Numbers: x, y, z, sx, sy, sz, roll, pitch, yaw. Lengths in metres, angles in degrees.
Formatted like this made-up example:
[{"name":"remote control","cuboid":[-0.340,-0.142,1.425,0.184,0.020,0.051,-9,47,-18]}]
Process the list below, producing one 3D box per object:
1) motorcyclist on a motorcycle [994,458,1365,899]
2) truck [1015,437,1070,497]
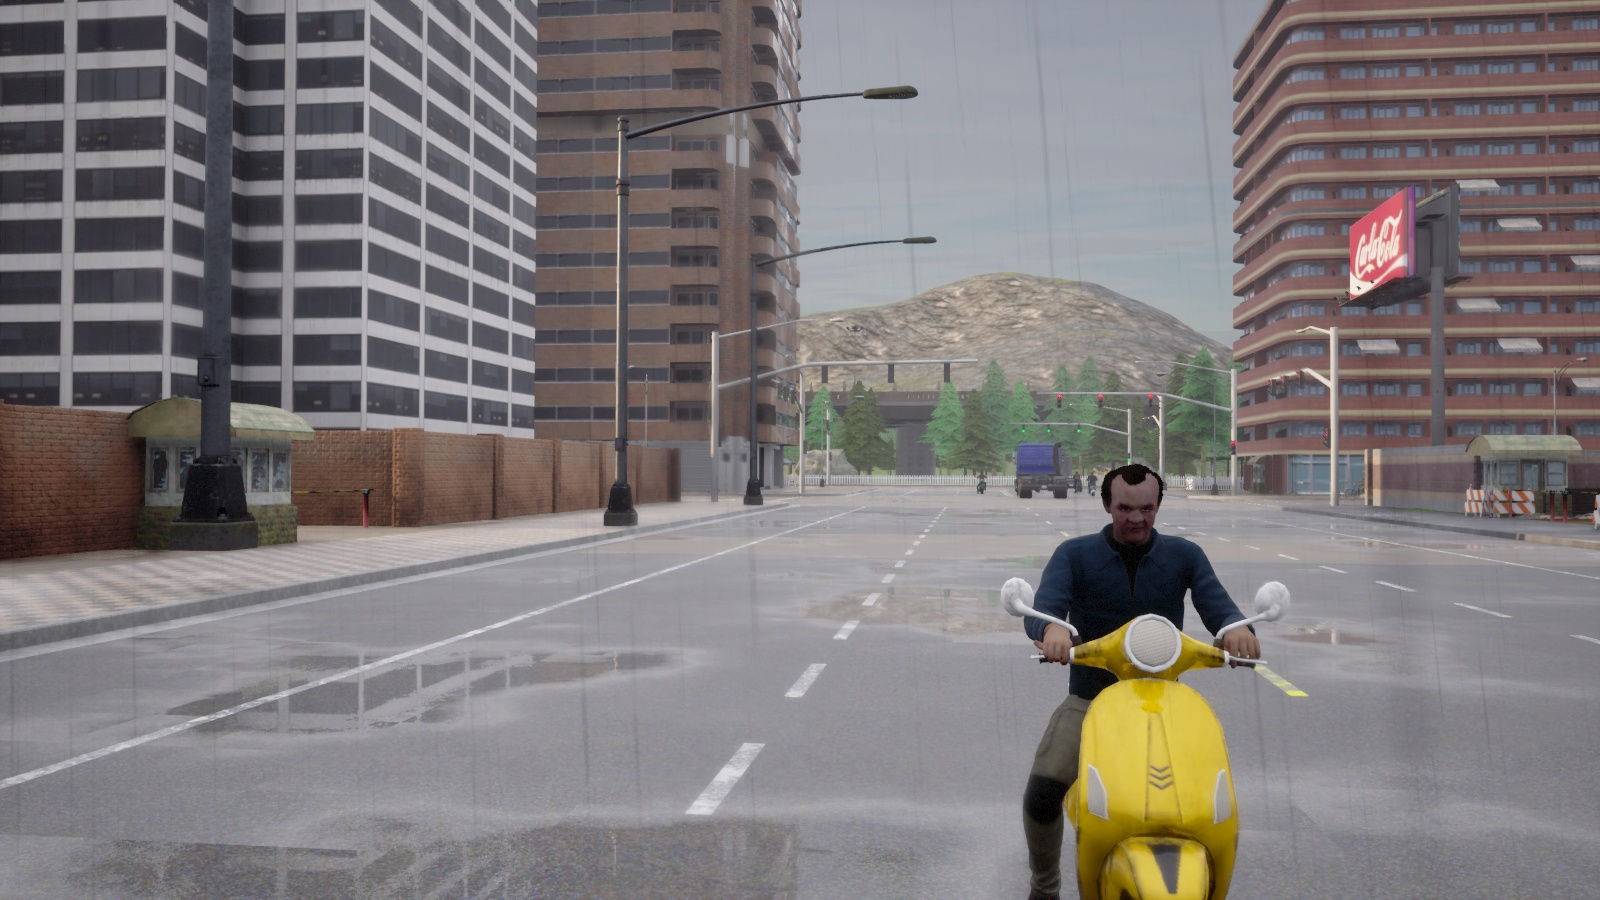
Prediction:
[{"name":"motorcyclist on a motorcycle","cuboid":[1.080,0.831,4.042,0.866,1.590,1.817,0,-1,8]},{"name":"truck","cuboid":[14.796,1.067,77.214,2.891,3.462,7.936,0,-1,8]}]
